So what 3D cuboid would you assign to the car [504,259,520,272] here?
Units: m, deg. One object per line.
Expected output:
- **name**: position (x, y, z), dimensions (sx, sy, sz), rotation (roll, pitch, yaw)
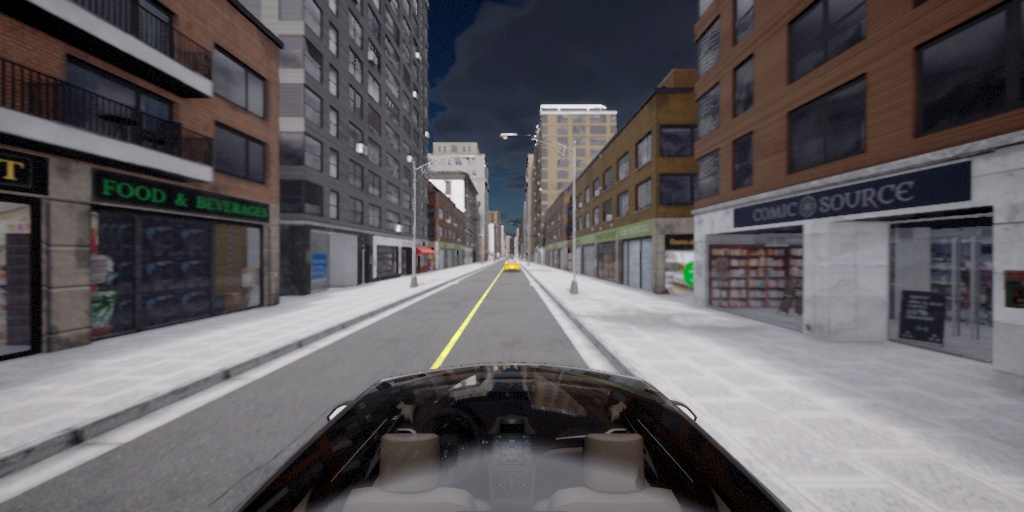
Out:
- **car**: position (0.002, 1.181, 45.005), dimensions (1.882, 1.535, 5.008), rotation (0, 0, 0)
